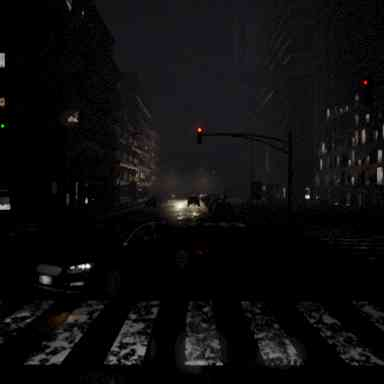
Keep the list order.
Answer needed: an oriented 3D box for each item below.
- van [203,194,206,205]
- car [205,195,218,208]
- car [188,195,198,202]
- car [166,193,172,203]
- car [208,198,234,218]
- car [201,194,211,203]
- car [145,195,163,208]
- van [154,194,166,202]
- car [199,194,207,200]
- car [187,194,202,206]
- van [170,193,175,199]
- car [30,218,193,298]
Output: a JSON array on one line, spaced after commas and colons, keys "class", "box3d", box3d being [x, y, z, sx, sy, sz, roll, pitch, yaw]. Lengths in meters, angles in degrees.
[{"class": "van", "box3d": [2.778, 1.270, 46.918, 1.690, 1.788, 3.998, -1, 0, 0]}, {"class": "car", "box3d": [2.746, 1.391, 35.626, 1.967, 1.590, 4.097, -1, 0, 0]}, {"class": "car", "box3d": [0.230, 1.389, 71.100, 2.128, 1.511, 4.902, 0, 0, 0]}, {"class": "car", "box3d": [-5.518, 1.436, 63.847, 1.887, 1.381, 4.507, -1, 0, 0]}, {"class": "car", "box3d": [2.731, 1.506, 29.981, 1.887, 1.381, 4.507, -1, 0, 0]}, {"class": "car", "box3d": [2.851, 1.316, 69.501, 1.967, 1.590, 4.097, -1, 0, 0]}, {"class": "car", "box3d": [-5.567, 1.495, 46.910, 1.947, 1.339, 4.313, -1, 0, 0]}, {"class": "van", "box3d": [-5.554, 1.259, 52.555, 1.690, 1.788, 3.998, -1, 0, 0]}, {"class": "car", "box3d": [2.931, 1.267, 86.439, 1.967, 1.590, 4.097, -1, 0, 0]}, {"class": "car", "box3d": [0.248, 1.422, 51.583, 1.837, 1.490, 4.892, 0, 0, 0]}, {"class": "van", "box3d": [-5.487, 1.202, 75.140, 1.690, 1.788, 3.998, -1, 0, 0]}, {"class": "car", "box3d": [-1.745, 1.483, 8.772, 2.128, 1.511, 4.902, 0, 0, 29]}]
